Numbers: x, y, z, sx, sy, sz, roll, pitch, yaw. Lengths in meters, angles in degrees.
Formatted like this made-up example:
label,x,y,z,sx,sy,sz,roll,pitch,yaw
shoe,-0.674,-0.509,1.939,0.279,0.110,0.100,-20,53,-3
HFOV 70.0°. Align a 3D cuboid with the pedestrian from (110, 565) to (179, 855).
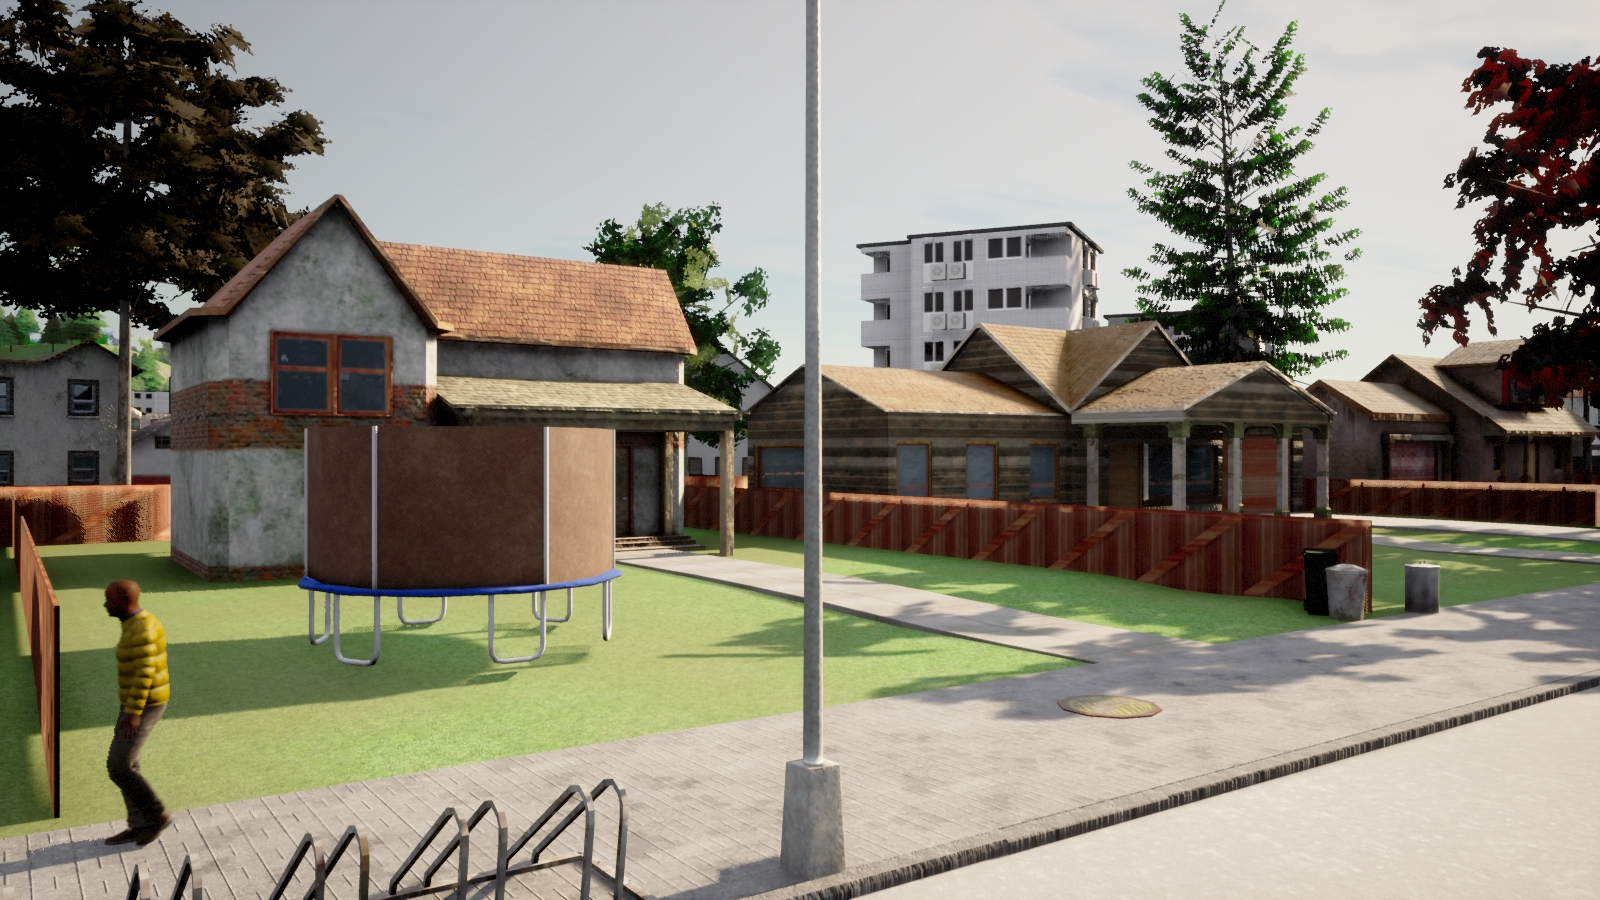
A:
label,x,y,z,sx,sy,sz,roll,pitch,yaw
pedestrian,-4.486,1.744,7.815,0.375,1.860,0.375,0,0,-35
